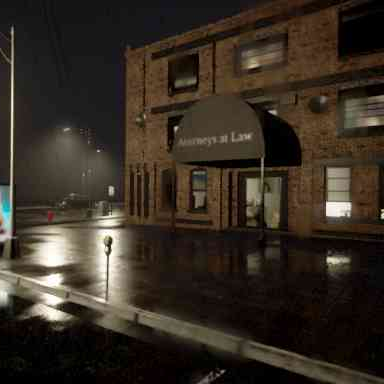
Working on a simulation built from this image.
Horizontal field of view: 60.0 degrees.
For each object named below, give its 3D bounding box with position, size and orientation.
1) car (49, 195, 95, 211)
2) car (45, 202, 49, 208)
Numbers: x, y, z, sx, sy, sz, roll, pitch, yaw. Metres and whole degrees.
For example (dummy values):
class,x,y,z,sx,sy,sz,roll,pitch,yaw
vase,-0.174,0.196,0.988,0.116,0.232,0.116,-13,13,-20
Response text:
class,x,y,z,sx,sy,sz,roll,pitch,yaw
car,-13.663,1.205,38.827,2.097,1.767,4.553,1,1,36
car,-15.768,1.410,41.461,1.895,1.301,4.718,1,1,36
